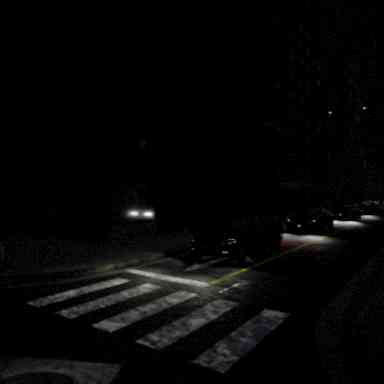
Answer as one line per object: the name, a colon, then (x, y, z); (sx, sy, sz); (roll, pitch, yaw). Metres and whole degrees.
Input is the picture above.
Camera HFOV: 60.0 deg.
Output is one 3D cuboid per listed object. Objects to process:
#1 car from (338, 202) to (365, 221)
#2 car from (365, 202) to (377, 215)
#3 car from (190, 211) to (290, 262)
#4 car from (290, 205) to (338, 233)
car: (13.055, 1.649, 28.308); (1.994, 1.385, 4.181); (0, 0, 36)
car: (18.905, 1.712, 36.378); (1.895, 1.301, 4.718); (0, 0, 35)
car: (1.859, 1.524, 12.750); (1.882, 1.535, 5.008); (0, 0, 36)
car: (7.269, 1.590, 20.279); (1.812, 1.442, 4.674); (0, 0, 36)
